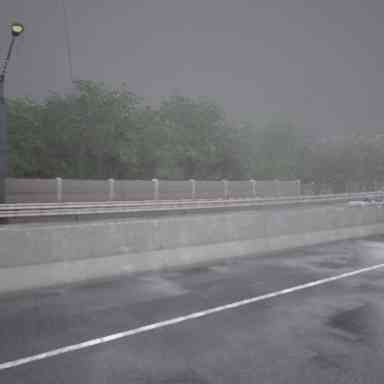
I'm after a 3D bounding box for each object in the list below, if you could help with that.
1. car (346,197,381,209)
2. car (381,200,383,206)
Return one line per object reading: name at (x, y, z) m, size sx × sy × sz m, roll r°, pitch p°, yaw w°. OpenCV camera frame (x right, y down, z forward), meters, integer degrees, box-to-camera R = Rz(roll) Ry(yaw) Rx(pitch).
car at (17.346, 1.209, 32.935) m, size 4.718 × 1.301 × 1.895 m, roll -2°, pitch 1°, yaw -34°
car at (19.651, 0.951, 30.259) m, size 4.553 × 1.767 × 2.097 m, roll -2°, pitch 1°, yaw -34°
